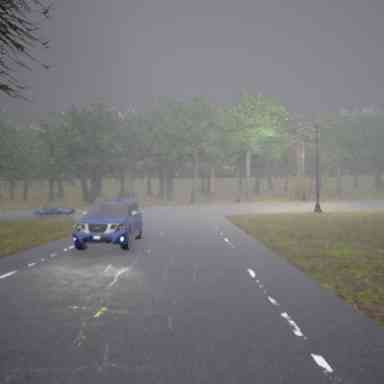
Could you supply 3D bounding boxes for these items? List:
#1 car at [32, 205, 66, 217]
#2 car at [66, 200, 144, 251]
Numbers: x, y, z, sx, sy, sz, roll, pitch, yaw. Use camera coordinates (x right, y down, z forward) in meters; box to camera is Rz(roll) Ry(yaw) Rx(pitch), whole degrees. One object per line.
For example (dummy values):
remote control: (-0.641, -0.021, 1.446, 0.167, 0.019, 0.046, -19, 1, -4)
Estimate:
car: (-18.921, 2.527, 45.635, 5.357, 1.411, 2.033, -1, 2, 0)
car: (-3.601, 1.396, 15.346, 2.150, 2.045, 5.566, 0, -1, 0)
